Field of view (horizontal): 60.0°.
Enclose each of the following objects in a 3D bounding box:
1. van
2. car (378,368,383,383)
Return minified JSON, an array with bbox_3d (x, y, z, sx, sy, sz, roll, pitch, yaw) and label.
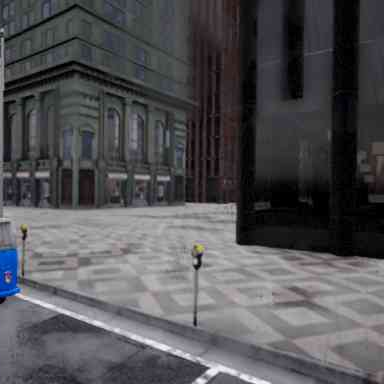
[{"bbox_3d":[-5.128,1.300,6.649,3.998,1.788,1.690,0,1,35],"label":"van"},{"bbox_3d":[3.150,1.327,0.732,5.009,1.841,2.192,0,1,36],"label":"car"}]
